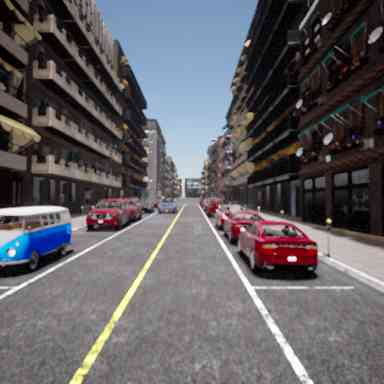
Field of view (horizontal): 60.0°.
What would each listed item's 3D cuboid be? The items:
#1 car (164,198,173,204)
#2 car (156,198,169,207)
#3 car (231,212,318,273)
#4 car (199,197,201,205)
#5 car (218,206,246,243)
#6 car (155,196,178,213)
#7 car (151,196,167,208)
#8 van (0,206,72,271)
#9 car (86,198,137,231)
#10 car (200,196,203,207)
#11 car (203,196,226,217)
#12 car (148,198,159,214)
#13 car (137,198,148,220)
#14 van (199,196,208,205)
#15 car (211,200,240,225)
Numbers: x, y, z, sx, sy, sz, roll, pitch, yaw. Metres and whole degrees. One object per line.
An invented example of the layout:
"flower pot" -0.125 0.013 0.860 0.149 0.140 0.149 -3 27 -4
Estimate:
"car" -5.403 2.051 77.186 1.802 1.307 4.206 1 0 0
"car" -5.379 1.883 60.593 1.887 1.381 4.507 1 0 0
"car" 2.570 1.591 10.768 1.887 1.381 4.507 1 0 0
"car" 2.475 1.880 55.017 1.802 1.307 4.206 1 0 0
"car" 2.562 1.617 16.298 1.887 1.381 4.507 1 0 0
"car" -2.802 1.548 39.237 2.097 1.767 4.553 0 0 0
"car" -5.366 1.614 55.063 2.192 1.841 5.009 1 0 0
"van" -5.306 1.388 10.820 1.690 1.788 3.998 1 0 0
"car" -5.320 1.416 21.881 2.192 1.841 5.009 1 0 0
"car" 2.492 1.665 43.955 1.967 1.590 4.097 1 0 0
"car" 2.511 1.474 32.893 2.192 1.841 5.009 1 0 0
"car" -5.349 1.757 38.472 1.947 1.339 4.313 1 0 0
"car" -5.328 1.445 27.411 2.192 1.841 5.009 1 0 0
"van" 2.456 1.765 71.612 1.690 1.788 3.998 1 0 0
"car" 2.565 1.541 21.831 1.967 1.590 4.097 1 0 0
